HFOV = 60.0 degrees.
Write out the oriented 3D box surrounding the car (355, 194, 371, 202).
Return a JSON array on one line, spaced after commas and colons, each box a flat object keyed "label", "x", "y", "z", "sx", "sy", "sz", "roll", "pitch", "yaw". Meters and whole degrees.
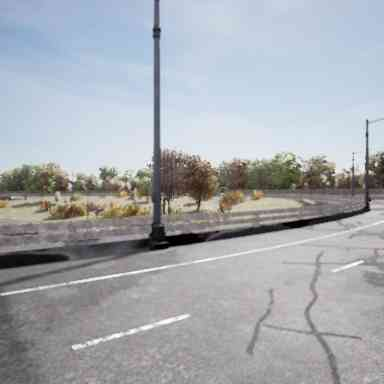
[{"label": "car", "x": 38.741, "y": 1.267, "z": 75.573, "sx": 2.097, "sy": 1.767, "sz": 4.553, "roll": 0, "pitch": 0, "yaw": 8}]
